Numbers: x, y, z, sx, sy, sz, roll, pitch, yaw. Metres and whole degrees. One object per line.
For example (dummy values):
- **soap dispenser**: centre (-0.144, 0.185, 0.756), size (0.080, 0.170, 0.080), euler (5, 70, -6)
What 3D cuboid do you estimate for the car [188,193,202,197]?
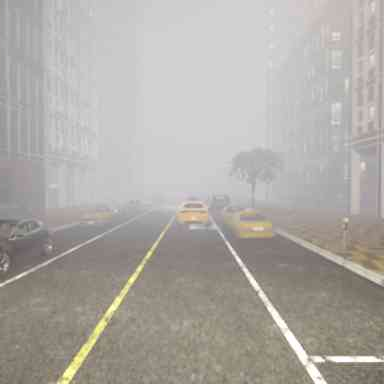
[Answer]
- **car**: centre (0.095, 1.242, 44.528), size (1.837, 1.490, 4.892), euler (0, 0, 0)

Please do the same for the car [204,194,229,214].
- **car**: centre (2.672, 1.128, 32.614), size (2.192, 1.841, 5.009), euler (-1, 0, 0)

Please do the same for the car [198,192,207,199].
- **car**: centre (2.671, 0.896, 83.689), size (1.967, 1.590, 4.097), euler (-1, 0, 0)

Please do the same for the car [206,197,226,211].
- **car**: centre (2.676, 1.343, 38.289), size (1.947, 1.339, 4.313), euler (-1, 0, 0)

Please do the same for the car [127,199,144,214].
- **car**: centre (-5.703, 1.396, 32.668), size (1.802, 1.307, 4.206), euler (-1, 0, 0)

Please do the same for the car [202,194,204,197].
- **car**: centre (2.675, 1.285, 43.967), size (1.887, 1.381, 4.507), euler (-1, 0, 0)

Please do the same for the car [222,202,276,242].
- **car**: centre (2.677, 1.437, 15.761), size (1.752, 1.417, 4.829), euler (-1, 0, 0)

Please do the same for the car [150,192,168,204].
- **car**: centre (-5.710, 0.980, 55.364), size (2.192, 1.841, 5.009), euler (-1, 0, 0)

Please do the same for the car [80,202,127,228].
- **car**: centre (-5.703, 1.407, 21.149), size (1.752, 1.417, 4.829), euler (-1, 0, 0)

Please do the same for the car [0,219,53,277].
- **car**: centre (-5.702, 1.512, 9.970), size (1.947, 1.339, 4.313), euler (-1, 0, 0)

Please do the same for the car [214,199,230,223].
- **car**: centre (2.677, 1.405, 21.435), size (1.752, 1.417, 4.829), euler (-1, 0, 0)

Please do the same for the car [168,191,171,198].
- **car**: centre (-5.707, 1.111, 66.544), size (1.752, 1.417, 4.829), euler (-1, 0, 0)

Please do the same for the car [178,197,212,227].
- **car**: centre (0.098, 1.354, 21.949), size (1.882, 1.535, 5.008), euler (0, 0, 0)

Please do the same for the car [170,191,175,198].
- **car**: centre (-5.712, 0.726, 89.412), size (2.192, 1.841, 5.009), euler (-1, 0, 0)
